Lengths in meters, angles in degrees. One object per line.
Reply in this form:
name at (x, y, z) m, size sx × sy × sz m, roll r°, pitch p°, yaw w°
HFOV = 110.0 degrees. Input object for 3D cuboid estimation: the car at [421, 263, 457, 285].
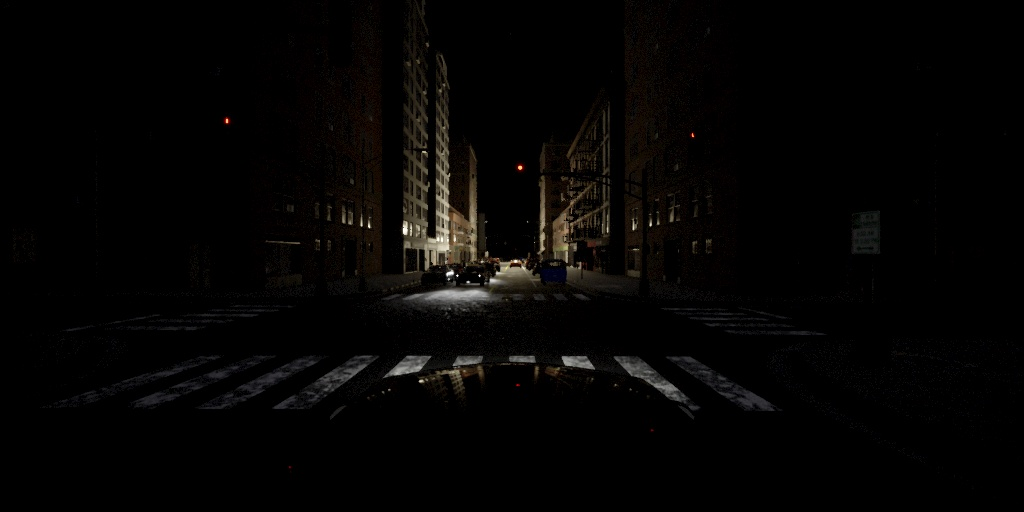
car at (-5.186, 1.299, 25.407) m, size 2.007 × 1.370 × 4.403 m, roll 0°, pitch 0°, yaw 1°

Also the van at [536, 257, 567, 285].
van at (2.839, 1.089, 25.345) m, size 1.690 × 1.789 × 3.998 m, roll 0°, pitch 0°, yaw 1°

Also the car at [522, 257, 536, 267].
car at (3.088, 1.054, 53.751) m, size 2.192 × 1.841 × 5.009 m, roll 0°, pitch 0°, yaw 1°

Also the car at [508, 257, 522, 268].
car at (0.601, 1.336, 59.026) m, size 1.895 × 1.301 × 4.718 m, roll 0°, pitch 0°, yaw 1°

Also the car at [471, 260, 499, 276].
car at (-2.558, 1.349, 35.126) m, size 1.895 × 1.301 × 4.718 m, roll 0°, pitch 0°, yaw 0°

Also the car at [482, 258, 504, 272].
car at (-2.465, 1.309, 45.180) m, size 1.994 × 1.385 × 4.181 m, roll 0°, pitch 0°, yaw 1°

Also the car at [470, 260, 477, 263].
car at (-4.988, 1.269, 47.964) m, size 1.751 × 1.417 × 4.829 m, roll 0°, pitch 0°, yaw 1°

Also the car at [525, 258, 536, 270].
car at (3.038, 1.325, 48.070) m, size 1.802 × 1.307 × 4.207 m, roll 0°, pitch 0°, yaw 1°

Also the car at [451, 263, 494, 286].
car at (-2.659, 1.349, 25.115) m, size 1.895 × 1.301 × 4.718 m, roll 0°, pitch 0°, yaw 4°

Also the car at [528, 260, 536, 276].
car at (2.939, 1.329, 36.707) m, size 1.802 × 1.307 × 4.207 m, roll 0°, pitch 0°, yaw 1°
